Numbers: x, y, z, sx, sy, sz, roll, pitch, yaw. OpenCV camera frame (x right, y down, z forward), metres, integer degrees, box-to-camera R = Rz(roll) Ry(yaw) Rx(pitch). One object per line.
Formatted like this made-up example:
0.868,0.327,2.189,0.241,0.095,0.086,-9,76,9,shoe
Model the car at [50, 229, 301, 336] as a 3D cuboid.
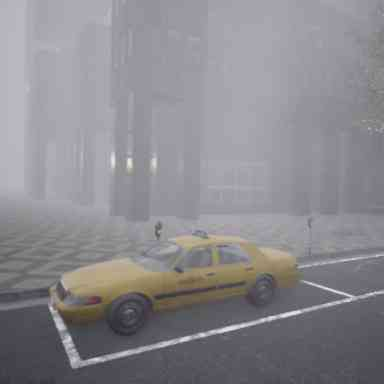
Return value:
-0.072,1.438,6.379,4.829,1.417,1.752,1,1,-30,car
